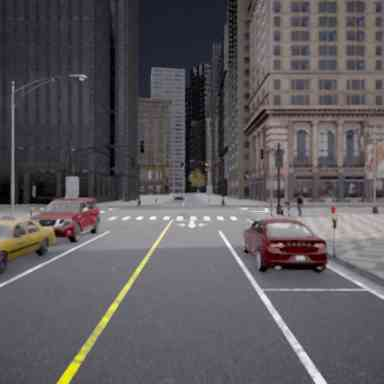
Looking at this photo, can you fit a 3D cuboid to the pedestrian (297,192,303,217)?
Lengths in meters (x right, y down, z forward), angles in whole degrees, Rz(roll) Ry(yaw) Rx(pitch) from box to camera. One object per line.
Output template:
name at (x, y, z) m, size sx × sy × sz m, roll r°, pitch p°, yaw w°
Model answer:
pedestrian at (8.141, 0.930, 25.163) m, size 0.375 × 1.860 × 0.375 m, roll 0°, pitch 0°, yaw 0°

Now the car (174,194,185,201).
car at (-2.929, 1.310, 70.985) m, size 1.895 × 1.301 × 4.718 m, roll 0°, pitch 0°, yaw 0°

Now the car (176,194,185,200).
car at (-2.932, 1.205, 87.439) m, size 2.128 × 1.511 × 4.902 m, roll 0°, pitch 0°, yaw 0°

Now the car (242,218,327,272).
car at (2.676, 1.484, 10.434) m, size 1.887 × 1.381 × 4.507 m, roll 0°, pitch 0°, yaw 0°

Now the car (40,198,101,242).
car at (-5.846, 1.227, 15.897) m, size 2.192 × 1.841 × 5.009 m, roll 0°, pitch 0°, yaw 0°

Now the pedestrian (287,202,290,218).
pedestrian at (7.141, 0.985, 24.564) m, size 0.375 × 1.860 × 0.375 m, roll 0°, pitch 0°, yaw 0°

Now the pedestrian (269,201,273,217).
pedestrian at (6.141, 1.280, 25.763) m, size 0.375 × 1.300 × 0.375 m, roll 0°, pitch 0°, yaw 0°

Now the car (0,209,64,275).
car at (-5.849, 1.465, 10.269) m, size 1.752 × 1.417 × 4.829 m, roll 0°, pitch 0°, yaw 0°
